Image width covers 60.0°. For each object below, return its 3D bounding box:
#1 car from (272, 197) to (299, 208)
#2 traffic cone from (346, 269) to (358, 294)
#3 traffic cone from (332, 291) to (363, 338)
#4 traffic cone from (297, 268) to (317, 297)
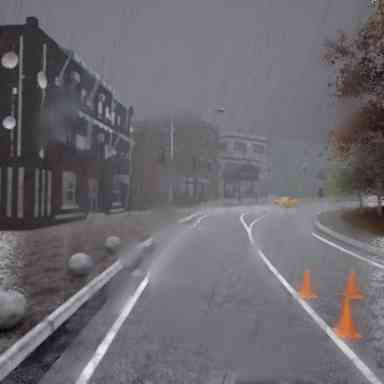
[{"bbox_3d":[14.100,1.513,50.175,5.008,1.535,1.882,0,0,-41],"label":"car"},{"bbox_3d":[3.549,2.012,7.372,0.340,0.580,0.340,1,0,1],"label":"traffic cone"},{"bbox_3d":[2.505,1.996,5.395,0.340,0.580,0.340,1,0,1],"label":"traffic cone"},{"bbox_3d":[2.549,1.998,7.395,0.340,0.580,0.340,1,0,1],"label":"traffic cone"}]
